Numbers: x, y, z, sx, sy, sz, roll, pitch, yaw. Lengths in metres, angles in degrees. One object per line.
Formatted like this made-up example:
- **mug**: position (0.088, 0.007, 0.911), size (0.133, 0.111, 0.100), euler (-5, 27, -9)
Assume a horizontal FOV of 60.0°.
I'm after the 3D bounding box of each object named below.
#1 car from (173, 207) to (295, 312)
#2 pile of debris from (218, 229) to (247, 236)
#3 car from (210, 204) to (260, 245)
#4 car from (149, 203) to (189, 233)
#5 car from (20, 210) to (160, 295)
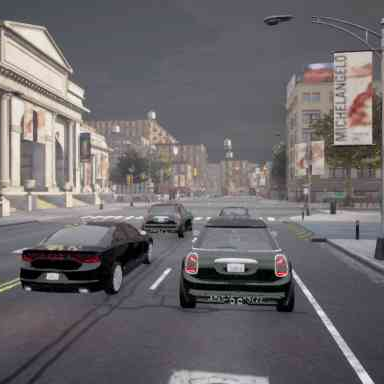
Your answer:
- **car**: position (1.023, 1.352, 7.956), size (2.097, 1.767, 4.553), euler (0, 0, 7)
- **pile of debris**: position (2.221, 2.175, 18.040), size (1.500, 0.140, 1.860), euler (0, 0, 8)
- **car**: position (2.163, 1.489, 16.803), size (2.128, 1.511, 4.902), euler (0, 0, 8)
- **car**: position (-1.196, 1.352, 18.009), size (2.097, 1.767, 4.553), euler (0, 0, 8)
- **car**: position (-2.395, 1.478, 8.877), size (1.882, 1.535, 5.008), euler (0, 0, 7)
